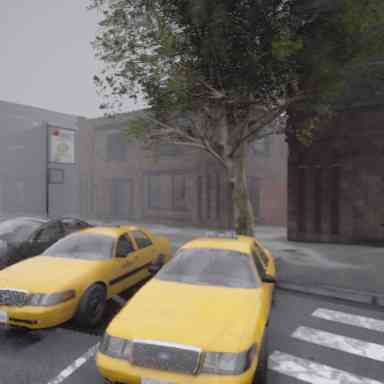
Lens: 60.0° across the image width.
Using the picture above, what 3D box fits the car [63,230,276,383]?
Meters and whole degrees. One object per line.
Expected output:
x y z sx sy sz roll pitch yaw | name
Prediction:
0.422 1.465 5.575 1.946 1.575 5.366 1 0 16 | car

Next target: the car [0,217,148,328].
-2.021 1.449 7.319 1.946 1.575 5.366 1 0 16 | car

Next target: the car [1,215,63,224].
-4.408 1.439 9.249 2.231 1.521 4.892 1 0 16 | car
